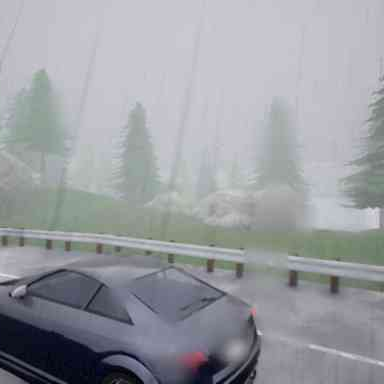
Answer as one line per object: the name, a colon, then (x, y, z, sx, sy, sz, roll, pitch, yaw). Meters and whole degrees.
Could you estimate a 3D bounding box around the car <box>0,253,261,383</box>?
car: (-1.242, 1.552, 4.426, 4.181, 1.385, 1.994, 0, 0, 33)
